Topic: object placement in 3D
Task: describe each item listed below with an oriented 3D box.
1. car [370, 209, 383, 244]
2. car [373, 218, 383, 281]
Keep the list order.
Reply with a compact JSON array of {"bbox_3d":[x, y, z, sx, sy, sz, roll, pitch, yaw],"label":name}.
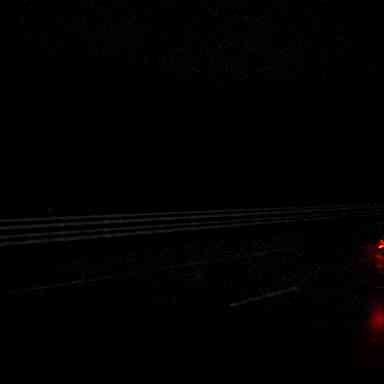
[{"bbox_3d":[10.388,1.501,15.456,4.674,1.442,1.812,0,0,-35],"label":"car"},{"bbox_3d":[6.669,1.335,8.522,4.553,1.767,2.097,0,0,-35],"label":"car"}]
